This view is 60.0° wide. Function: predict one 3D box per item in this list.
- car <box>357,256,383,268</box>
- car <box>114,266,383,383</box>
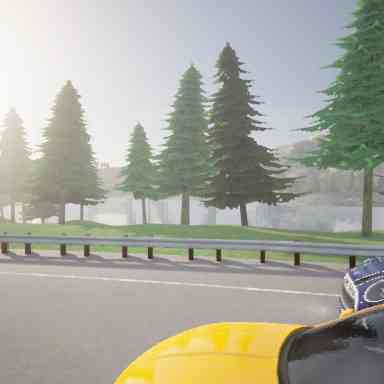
[{"bbox_3d":[4.593,1.352,4.712,4.553,1.767,2.097,0,0,18],"label":"car"},{"bbox_3d":[1.815,1.478,1.983,5.008,1.535,1.882,0,0,17],"label":"car"}]
